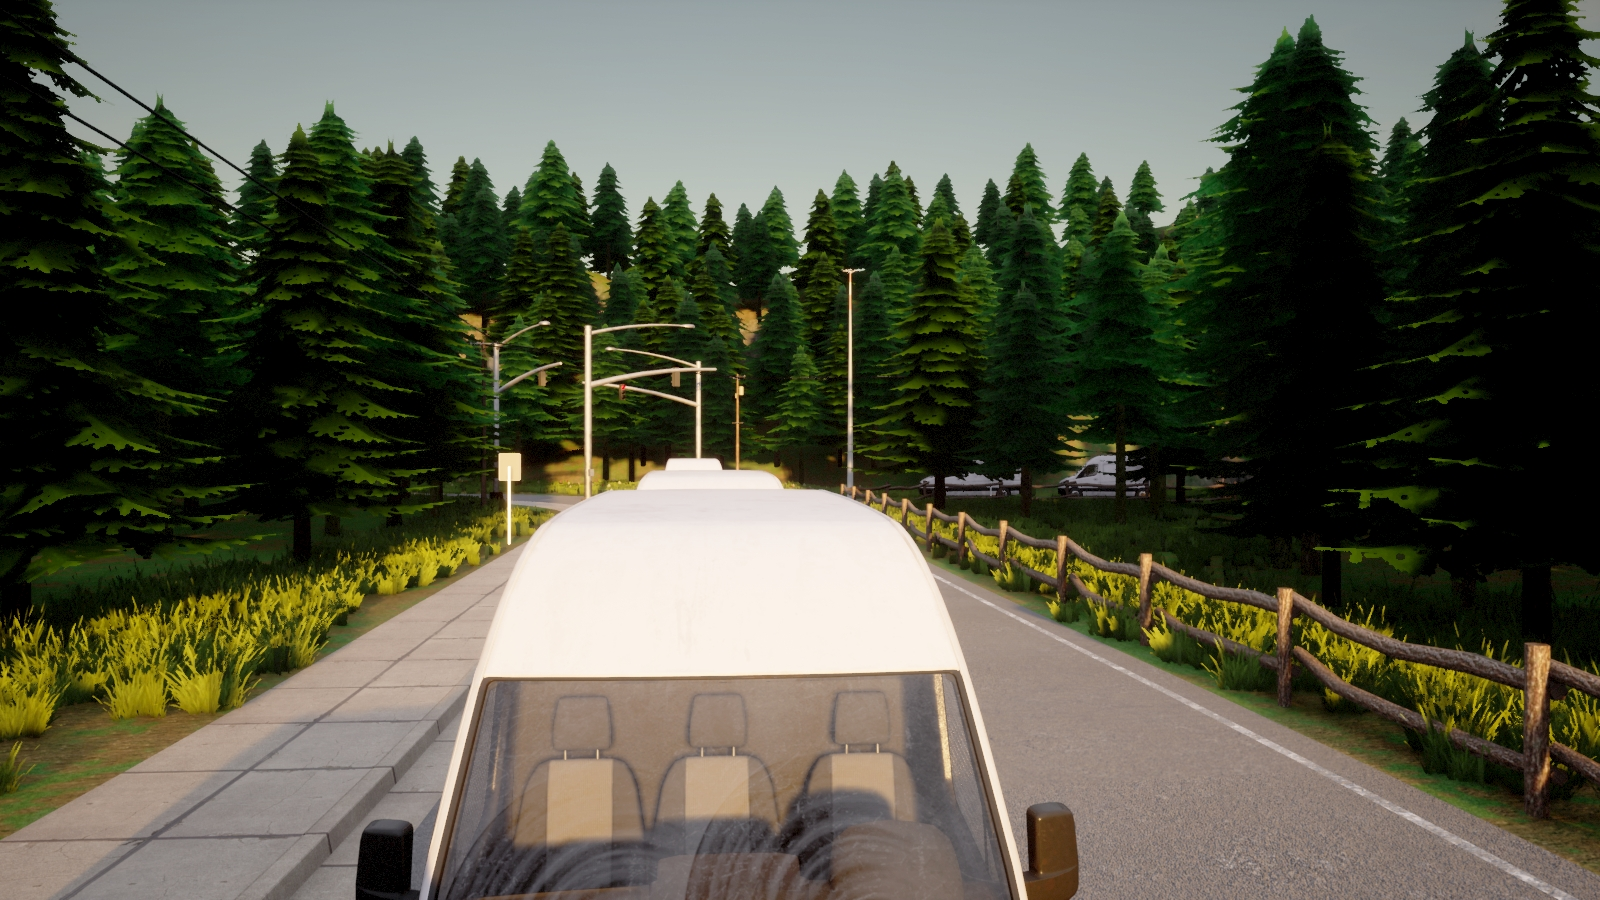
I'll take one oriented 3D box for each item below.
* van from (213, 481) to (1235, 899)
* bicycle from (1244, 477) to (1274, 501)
[{"bbox_3d":[-0.351,1.499,5.176,1.988,2.561,5.915,0,0,-5],"label":"van"},{"bbox_3d":[25.293,2.158,62.956,1.487,1.276,0.859,0,0,27],"label":"bicycle"}]
